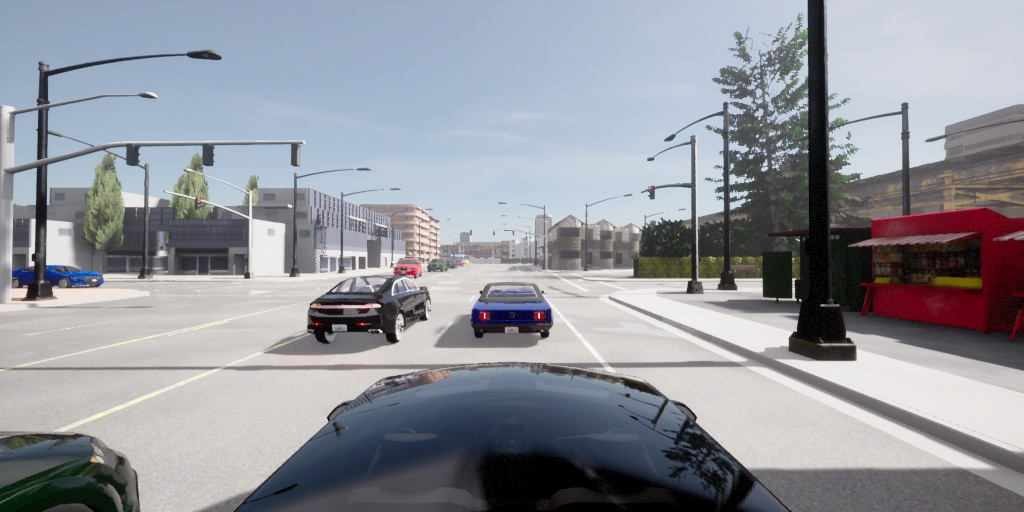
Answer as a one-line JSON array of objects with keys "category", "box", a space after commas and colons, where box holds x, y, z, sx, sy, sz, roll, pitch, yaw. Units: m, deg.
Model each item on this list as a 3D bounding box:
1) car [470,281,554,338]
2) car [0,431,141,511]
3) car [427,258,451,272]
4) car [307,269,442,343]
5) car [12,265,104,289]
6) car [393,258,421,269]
[{"category": "car", "box": [-0.010, 1.365, 10.185, 1.895, 1.301, 4.718, 0, 0, 0]}, {"category": "car", "box": [-3.373, 1.314, 0.538, 1.994, 1.385, 4.181, 0, 0, -1]}, {"category": "car", "box": [-11.117, 1.384, 53.796, 2.150, 2.045, 5.566, 0, 0, 0]}, {"category": "car", "box": [-3.511, 1.257, 9.707, 2.128, 1.511, 4.902, 0, 0, 0]}, {"category": "car", "box": [-29.746, 1.316, 23.405, 5.008, 1.535, 1.882, 0, -1, 0]}, {"category": "car", "box": [-10.382, 1.226, 35.821, 2.150, 2.045, 5.566, 0, -1, -8]}]
